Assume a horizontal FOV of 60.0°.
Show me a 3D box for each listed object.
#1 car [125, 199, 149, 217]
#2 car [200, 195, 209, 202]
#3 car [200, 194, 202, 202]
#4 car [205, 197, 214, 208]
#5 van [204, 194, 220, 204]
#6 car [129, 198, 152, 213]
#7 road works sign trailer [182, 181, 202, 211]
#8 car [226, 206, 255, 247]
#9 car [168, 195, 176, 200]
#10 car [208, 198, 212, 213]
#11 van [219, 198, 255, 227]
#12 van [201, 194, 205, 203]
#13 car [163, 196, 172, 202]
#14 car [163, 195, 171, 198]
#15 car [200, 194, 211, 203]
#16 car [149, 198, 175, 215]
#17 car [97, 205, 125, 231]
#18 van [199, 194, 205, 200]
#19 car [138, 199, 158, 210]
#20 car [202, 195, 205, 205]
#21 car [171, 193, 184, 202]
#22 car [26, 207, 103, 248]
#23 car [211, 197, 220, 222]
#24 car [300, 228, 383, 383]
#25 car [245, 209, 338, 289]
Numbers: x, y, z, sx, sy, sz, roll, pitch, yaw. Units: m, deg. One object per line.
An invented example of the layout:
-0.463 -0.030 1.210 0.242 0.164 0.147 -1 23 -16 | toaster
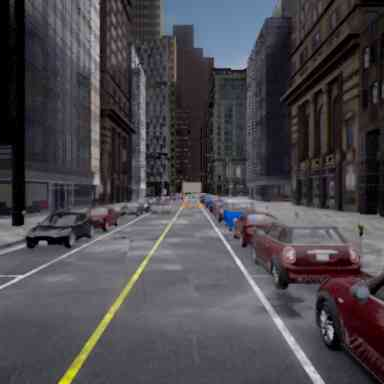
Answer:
-5.679 1.575 31.787 2.008 1.369 4.403 0 0 0 | car
2.838 1.495 76.982 1.967 1.590 4.097 0 0 0 | car
2.840 1.364 60.036 2.192 1.841 5.009 0 0 0 | car
2.845 1.595 37.441 1.947 1.339 4.313 0 0 0 | car
2.843 1.375 43.090 1.690 1.788 3.998 0 0 0 | van
-5.680 1.469 37.437 1.967 1.590 4.097 0 0 0 | car
-0.005 0.496 40.333 2.380 3.560 2.880 0 0 0 | road works sign trailer
2.850 1.556 14.847 1.887 1.381 4.507 0 0 0 | car
-5.689 1.615 93.927 1.947 1.339 4.313 0 0 0 | car
2.846 1.569 31.793 1.887 1.381 4.507 0 0 0 | car
2.847 1.357 20.496 1.690 1.788 3.998 0 0 0 | van
2.841 1.385 54.387 1.690 1.788 3.998 0 0 0 | van
-5.686 1.637 76.979 1.802 1.307 4.206 0 0 0 | car
-5.685 1.596 65.681 1.887 1.381 4.507 0 0 0 | car
2.838 1.369 71.333 2.192 1.841 5.009 0 0 0 | car
-3.103 1.627 34.321 1.895 1.301 4.718 0 0 0 | car
-5.676 1.560 20.490 1.887 1.381 4.507 0 0 0 | car
2.836 1.390 93.929 1.690 1.788 3.998 0 0 0 | van
-5.681 1.584 43.085 2.008 1.369 4.403 0 0 0 | car
2.843 1.584 48.739 1.887 1.381 4.507 0 0 0 | car
-3.014 1.165 75.583 2.150 2.045 5.566 0 0 0 | car
-5.675 1.577 14.841 1.947 1.339 4.313 0 0 0 | car
2.847 1.460 26.144 1.967 1.590 4.097 0 0 0 | car
2.851 1.443 3.550 1.967 1.590 4.097 0 0 0 | car
2.850 1.447 9.198 1.967 1.590 4.097 0 0 0 | car
